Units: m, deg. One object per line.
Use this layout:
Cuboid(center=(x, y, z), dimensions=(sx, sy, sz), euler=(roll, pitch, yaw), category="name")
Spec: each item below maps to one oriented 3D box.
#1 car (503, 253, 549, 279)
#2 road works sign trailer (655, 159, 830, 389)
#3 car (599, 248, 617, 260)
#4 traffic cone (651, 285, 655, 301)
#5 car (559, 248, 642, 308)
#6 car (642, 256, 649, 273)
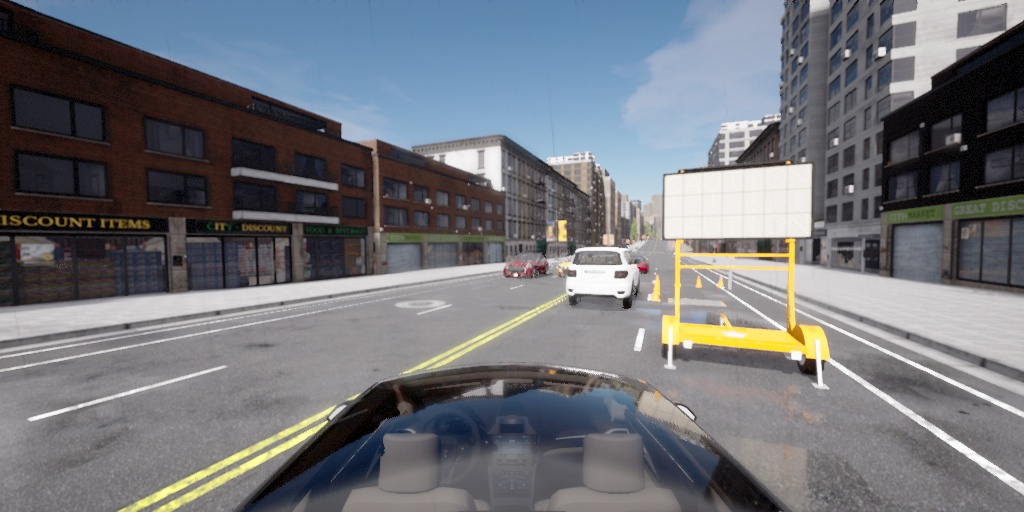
Cuboid(center=(1.072, 0.584, 25.122), dimensions=(2.097, 1.767, 4.553), euler=(0, 1, 23), category="car")
Cuboid(center=(4.173, 0.090, 6.894), dimensions=(2.380, 3.560, 2.880), euler=(0, 0, 25), category="road works sign trailer")
Cuboid(center=(16.901, -0.340, 62.990), dimensions=(2.150, 2.045, 5.566), euler=(0, 1, 23), category="car")
Cuboid(center=(5.557, 1.425, 13.876), dimensions=(0.340, 0.580, 0.340), euler=(0, 0, 23), category="traffic cone")
Cuboid(center=(3.679, 0.692, 13.952), dimensions=(2.150, 2.045, 5.566), euler=(0, 1, 23), category="car")
Cuboid(center=(10.569, 0.666, 30.517), dimensions=(1.994, 1.385, 4.181), euler=(0, 1, 23), category="car")
